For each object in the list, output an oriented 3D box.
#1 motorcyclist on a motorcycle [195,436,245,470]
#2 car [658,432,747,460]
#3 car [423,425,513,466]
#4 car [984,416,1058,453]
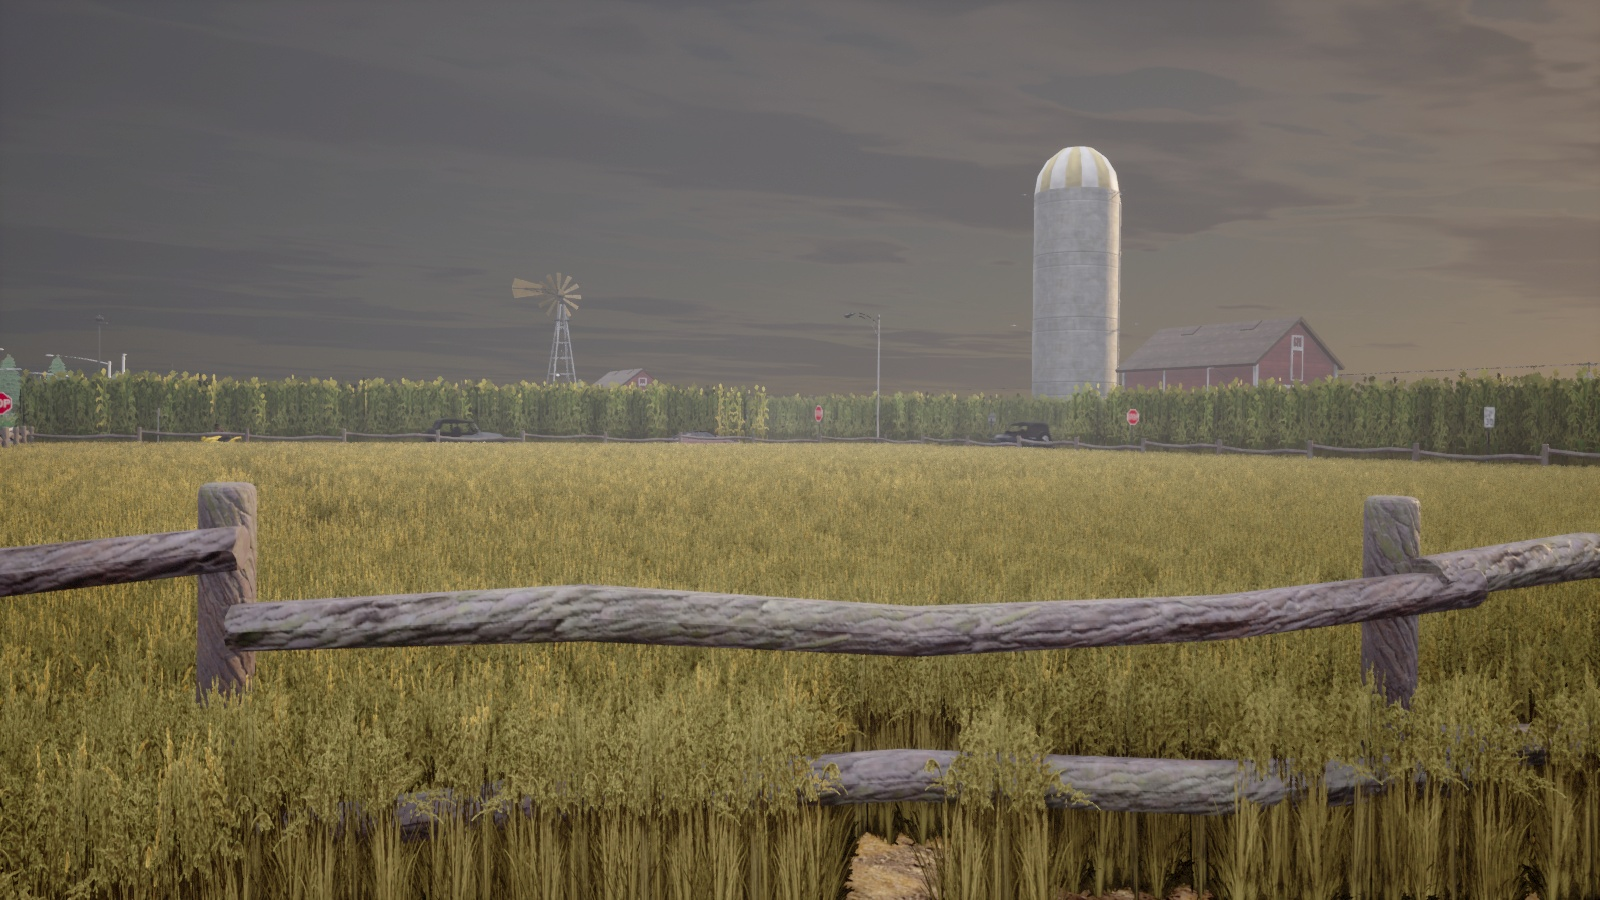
[{"bbox_3d":[-26.984,0.122,58.385,2.044,1.523,0.797,-1,1,-28],"label":"motorcyclist on a motorcycle"},{"bbox_3d":[-5.139,-0.231,66.330,4.181,1.385,1.994,-2,1,-27],"label":"car"},{"bbox_3d":[-16.023,-0.227,60.625,3.866,1.878,1.905,-1,1,-28],"label":"car"},{"bbox_3d":[11.707,-0.839,66.677,1.905,1.878,3.866,-1,2,-27],"label":"car"}]
